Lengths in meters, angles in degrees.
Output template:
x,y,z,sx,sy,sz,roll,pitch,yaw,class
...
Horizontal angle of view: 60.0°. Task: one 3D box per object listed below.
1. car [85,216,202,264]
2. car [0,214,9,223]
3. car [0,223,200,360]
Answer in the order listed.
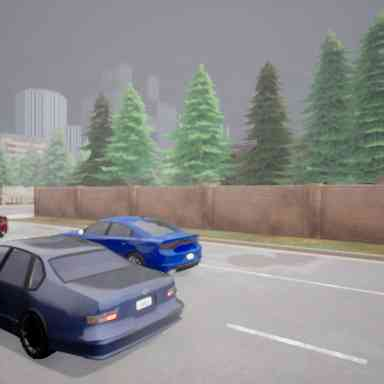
x,y,z,sx,sy,sz,roll,pitch,yaw,class
-2.059,1.452,9.757,5.008,1.535,1.882,0,0,35,car
-10.745,1.415,15.944,5.008,1.535,1.882,0,0,35,car
-2.690,1.528,5.903,5.357,1.411,2.033,0,0,35,car
